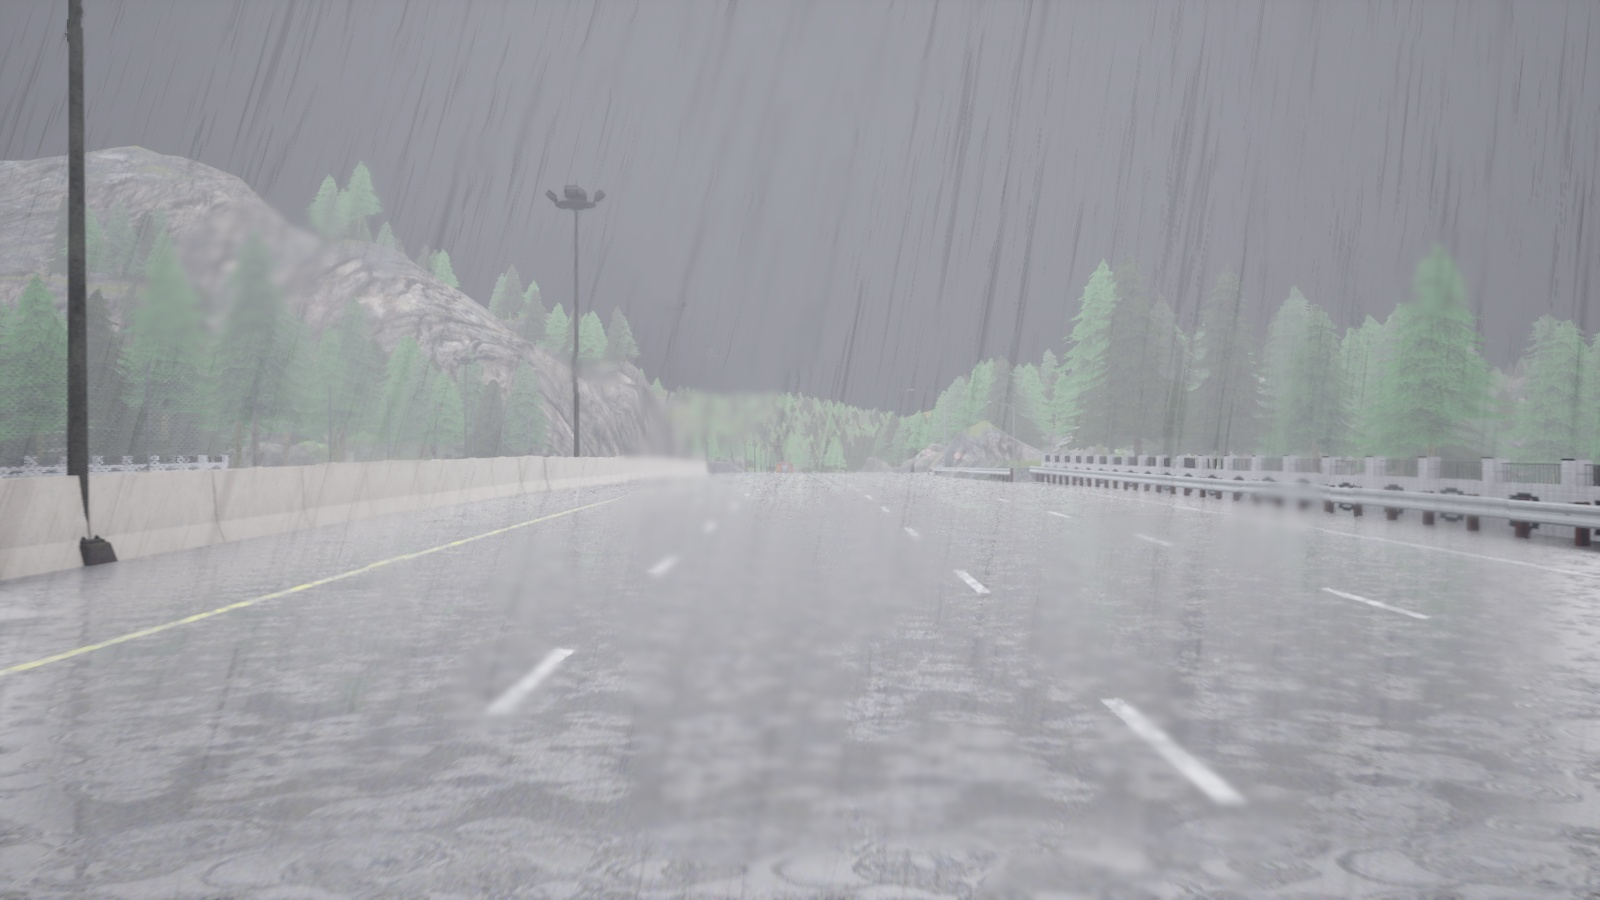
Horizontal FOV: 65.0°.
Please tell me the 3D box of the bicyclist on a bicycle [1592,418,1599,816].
[{"bbox_3d":[3.540,0.678,4.326,0.582,1.620,1.656,0,0,0],"label":"bicyclist on a bicycle"}]
